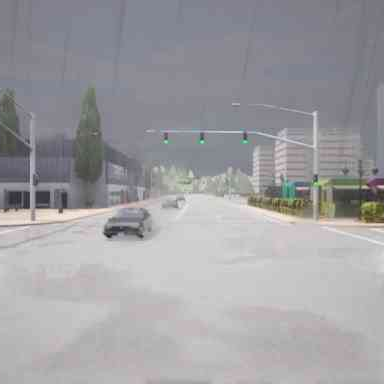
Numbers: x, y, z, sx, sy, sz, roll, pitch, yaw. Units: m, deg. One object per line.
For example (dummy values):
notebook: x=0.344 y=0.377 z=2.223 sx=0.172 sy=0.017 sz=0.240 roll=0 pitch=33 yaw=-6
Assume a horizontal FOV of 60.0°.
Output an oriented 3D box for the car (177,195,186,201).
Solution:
car: x=-2.357 y=1.293 z=68.966 sx=1.882 sy=1.535 sz=5.008 roll=0 pitch=0 yaw=1

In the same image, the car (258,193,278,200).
car: x=19.154 y=1.136 z=83.853 sx=4.605 sy=1.855 sz=1.932 roll=0 pitch=0 yaw=-1

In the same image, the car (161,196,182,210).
car: x=-2.776 y=1.558 z=42.847 sx=1.994 sy=1.385 sz=4.181 roll=0 pitch=0 yaw=1

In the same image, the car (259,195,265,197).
car: x=19.127 y=1.140 z=80.958 sx=3.866 sy=1.878 sz=1.905 roll=0 pitch=0 yaw=-1

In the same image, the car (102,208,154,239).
car: x=-3.181 y=1.545 z=17.698 sx=2.033 sy=1.411 sz=5.357 roll=0 pitch=0 yaw=1
